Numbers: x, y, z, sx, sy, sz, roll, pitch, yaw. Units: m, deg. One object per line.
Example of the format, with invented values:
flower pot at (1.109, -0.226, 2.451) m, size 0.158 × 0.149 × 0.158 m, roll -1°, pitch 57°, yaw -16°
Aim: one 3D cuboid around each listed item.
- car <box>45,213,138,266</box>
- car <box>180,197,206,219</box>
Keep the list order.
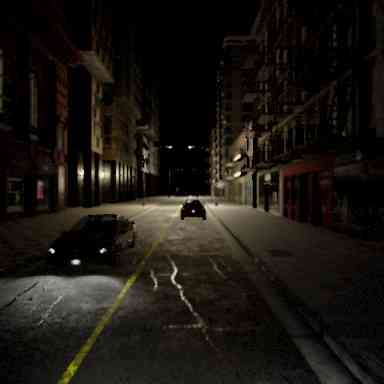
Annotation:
car at (-3.098, 1.469, 11.527) m, size 2.033 × 1.411 × 5.357 m, roll 0°, pitch 0°, yaw 0°
car at (0.102, 1.387, 26.686) m, size 1.994 × 1.385 × 4.181 m, roll 0°, pitch 0°, yaw 0°
